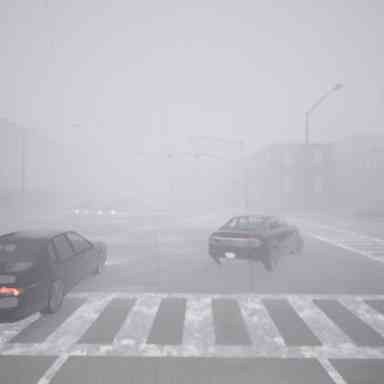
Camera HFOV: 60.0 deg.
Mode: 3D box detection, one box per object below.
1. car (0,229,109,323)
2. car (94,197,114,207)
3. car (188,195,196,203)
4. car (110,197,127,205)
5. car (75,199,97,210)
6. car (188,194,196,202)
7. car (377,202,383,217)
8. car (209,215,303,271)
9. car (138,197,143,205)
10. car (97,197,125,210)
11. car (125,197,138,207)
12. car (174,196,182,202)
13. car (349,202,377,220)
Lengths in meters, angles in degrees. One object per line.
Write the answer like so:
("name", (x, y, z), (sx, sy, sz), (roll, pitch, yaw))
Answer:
("car", (-3.405, 1.561, 7.530), (2.033, 1.411, 5.357), (0, 0, 0))
("car", (-14.036, 1.619, 53.287), (1.812, 1.442, 4.674), (0, 0, 1))
("car", (-0.001, 1.626, 72.146), (1.837, 1.490, 4.892), (0, 0, 0))
("car", (-14.001, 1.659, 63.824), (2.033, 1.411, 5.357), (0, 0, 0))
("car", (-14.086, 1.642, 44.588), (1.994, 1.385, 4.181), (0, 0, 0))
("car", (-0.001, 1.499, 82.390), (2.097, 1.767, 4.553), (0, 0, 0))
("car", (16.540, 1.395, 24.206), (4.553, 1.767, 2.097), (0, 0, 0))
("car", (2.296, 1.512, 11.180), (2.128, 1.511, 4.902), (-1, 0, 31))
("car", (-10.501, 1.674, 63.160), (1.994, 1.385, 4.181), (0, 0, 0))
("car", (-10.602, 1.554, 43.878), (1.882, 1.535, 5.008), (0, 0, 0))
("car", (-10.540, 1.571, 53.453), (1.882, 1.535, 5.008), (0, 0, 1))
("car", (-3.501, 1.668, 82.404), (1.812, 1.442, 4.674), (0, 0, 0))
("car", (15.712, 1.540, 27.706), (4.902, 1.511, 2.128), (0, 0, 0))
